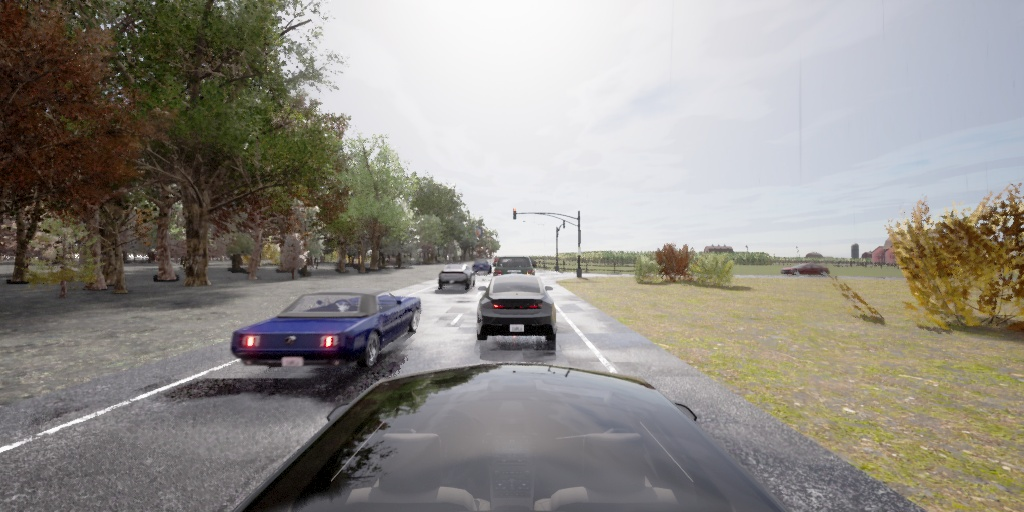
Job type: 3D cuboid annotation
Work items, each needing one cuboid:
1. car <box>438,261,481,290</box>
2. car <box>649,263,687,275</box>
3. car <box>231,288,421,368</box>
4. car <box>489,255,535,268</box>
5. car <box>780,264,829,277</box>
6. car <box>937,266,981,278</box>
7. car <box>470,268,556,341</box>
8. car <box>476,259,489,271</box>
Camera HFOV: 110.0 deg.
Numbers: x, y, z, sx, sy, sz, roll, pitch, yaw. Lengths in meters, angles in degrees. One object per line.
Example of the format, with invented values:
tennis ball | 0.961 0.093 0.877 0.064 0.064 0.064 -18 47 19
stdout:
car | -3.396 1.246 22.621 2.128 1.511 4.902 0 0 0
car | 18.517 1.535 42.965 4.674 1.442 1.812 1 -1 1
car | -3.399 1.352 7.785 1.895 1.301 4.718 0 0 0
car | 0.104 0.976 19.810 2.150 2.045 5.566 0 0 0
car | 34.965 1.667 42.881 5.008 1.535 1.882 1 -1 0
car | 48.935 1.807 39.221 4.674 1.442 1.812 1 -1 0
car | 0.101 1.257 9.895 1.837 1.490 4.892 0 0 0
car | -3.396 1.108 41.845 2.097 1.767 4.553 0 0 0
